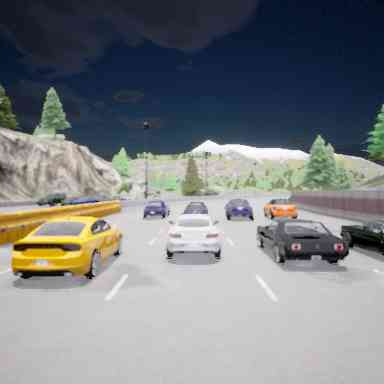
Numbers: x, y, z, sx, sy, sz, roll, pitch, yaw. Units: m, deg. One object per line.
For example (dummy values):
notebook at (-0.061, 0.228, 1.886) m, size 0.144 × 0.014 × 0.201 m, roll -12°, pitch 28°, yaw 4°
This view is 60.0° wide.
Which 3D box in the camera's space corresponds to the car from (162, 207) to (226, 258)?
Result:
car at (0.061, 1.515, 12.596) m, size 1.812 × 1.442 × 4.674 m, roll 0°, pitch 0°, yaw 0°

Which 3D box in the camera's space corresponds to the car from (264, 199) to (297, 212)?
car at (7.389, 1.327, 28.111) m, size 2.097 × 1.767 × 4.553 m, roll 0°, pitch 0°, yaw 3°

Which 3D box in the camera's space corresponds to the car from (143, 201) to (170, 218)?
car at (-3.047, 1.503, 29.298) m, size 1.812 × 1.442 × 4.674 m, roll 0°, pitch 0°, yaw 4°

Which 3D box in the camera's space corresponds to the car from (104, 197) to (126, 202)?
car at (-11.265, 1.457, 48.747) m, size 2.128 × 1.511 × 4.902 m, roll 0°, pitch 0°, yaw 12°

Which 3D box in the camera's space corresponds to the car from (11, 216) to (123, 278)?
car at (-3.446, 1.470, 10.127) m, size 1.882 × 1.535 × 5.008 m, roll 0°, pitch 0°, yaw 0°

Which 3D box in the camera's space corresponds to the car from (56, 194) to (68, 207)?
car at (-18.043, 1.470, 50.574) m, size 1.837 × 1.490 × 4.892 m, roll 0°, pitch 0°, yaw 11°

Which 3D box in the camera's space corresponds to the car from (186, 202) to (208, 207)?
car at (0.434, 1.540, 28.930) m, size 1.994 × 1.385 × 4.181 m, roll 0°, pitch 0°, yaw 4°

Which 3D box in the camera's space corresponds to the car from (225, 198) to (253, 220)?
car at (3.887, 1.328, 28.100) m, size 2.097 × 1.767 × 4.553 m, roll 0°, pitch 0°, yaw 3°

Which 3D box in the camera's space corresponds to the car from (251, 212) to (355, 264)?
car at (3.560, 1.590, 11.707) m, size 1.895 × 1.301 × 4.718 m, roll 0°, pitch 0°, yaw 0°

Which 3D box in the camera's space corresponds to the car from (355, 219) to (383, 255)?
car at (7.061, 1.589, 11.715) m, size 1.895 × 1.301 × 4.718 m, roll 0°, pitch 0°, yaw 0°

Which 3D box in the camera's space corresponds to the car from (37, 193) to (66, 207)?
car at (-21.448, 1.185, 51.461) m, size 2.150 × 2.045 × 5.566 m, roll 0°, pitch 0°, yaw 11°

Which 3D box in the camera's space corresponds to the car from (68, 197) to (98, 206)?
car at (-15.112, 1.444, 47.255) m, size 1.882 × 1.535 × 5.008 m, roll 0°, pitch 0°, yaw 10°
